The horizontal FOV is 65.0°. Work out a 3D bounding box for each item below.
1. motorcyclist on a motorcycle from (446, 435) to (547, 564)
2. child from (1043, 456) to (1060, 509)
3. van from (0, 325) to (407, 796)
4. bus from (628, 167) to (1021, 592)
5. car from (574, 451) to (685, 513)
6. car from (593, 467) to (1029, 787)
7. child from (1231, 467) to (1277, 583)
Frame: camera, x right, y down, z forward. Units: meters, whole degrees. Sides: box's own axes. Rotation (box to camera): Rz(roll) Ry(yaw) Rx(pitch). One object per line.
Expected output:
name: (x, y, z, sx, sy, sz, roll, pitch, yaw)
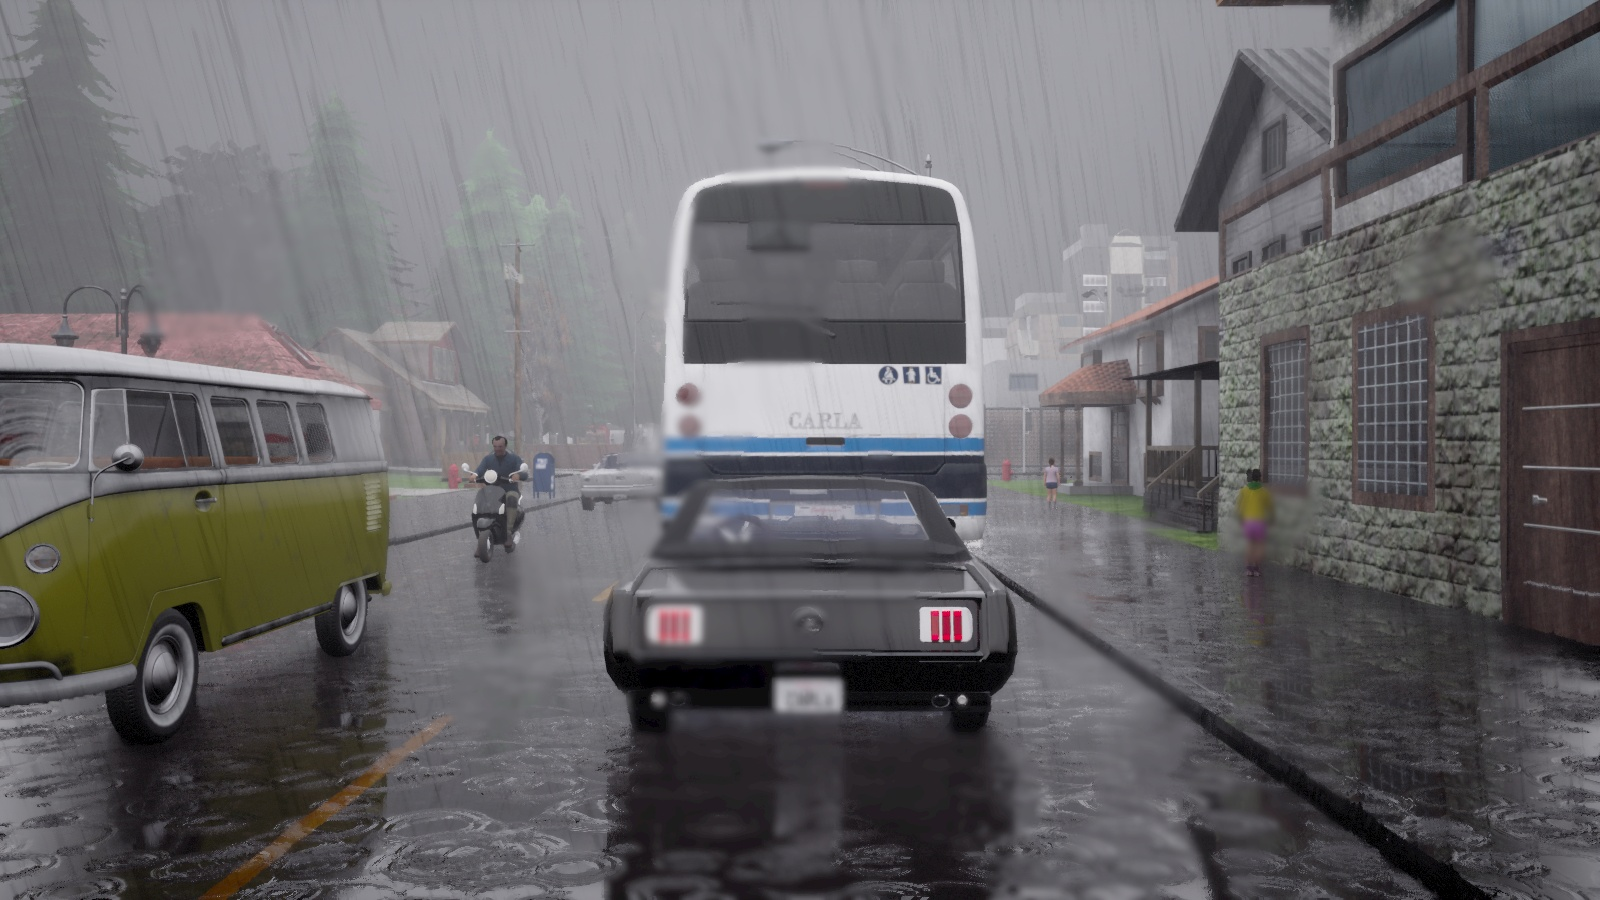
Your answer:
motorcyclist on a motorcycle: (-3.907, 0.605, 16.322, 0.866, 1.590, 1.817, 0, 0, 0)
child: (5.347, 0.690, 26.692, 0.255, 1.110, 0.394, 0, 0, 28)
van: (-3.948, 0.454, 7.526, 1.775, 1.987, 4.442, 0, 0, 0)
bus: (0.139, -0.730, 17.748, 3.944, 4.253, 10.273, 0, 0, -1)
car: (-3.847, 0.680, 29.082, 1.895, 1.301, 4.718, 0, 0, 0)
car: (0.053, 0.803, 7.818, 1.895, 1.301, 4.718, 0, 0, 0)
child: (4.712, 0.766, 13.024, 0.299, 1.160, 0.473, 0, 0, 40)
